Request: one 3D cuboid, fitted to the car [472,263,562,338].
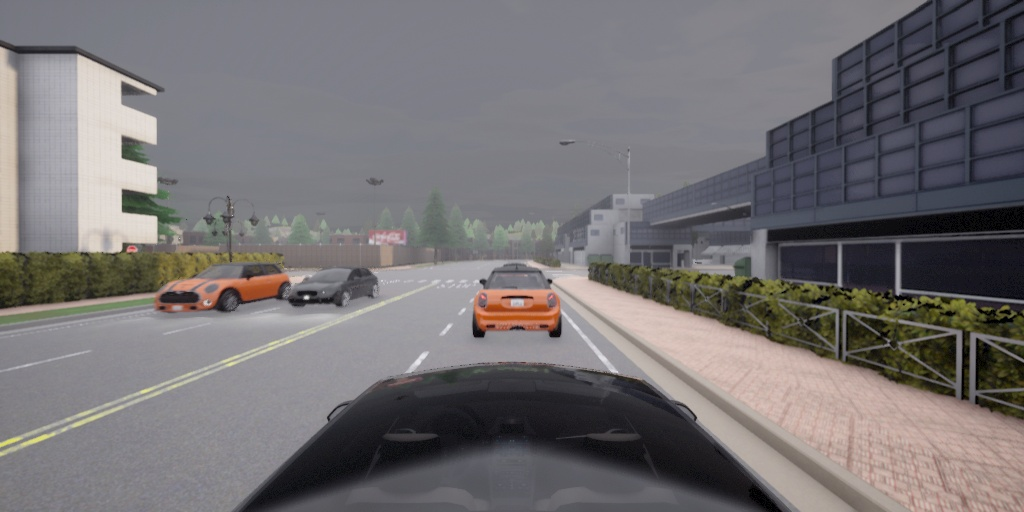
[{"bbox_3d":[0.117,1.058,10.183,2.097,1.767,4.553,0,0,0],"label":"car"}]

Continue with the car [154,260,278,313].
[{"bbox_3d":[-10.572,1.041,13.575,2.097,1.767,4.553,0,0,0],"label":"car"}]

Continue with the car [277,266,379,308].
[{"bbox_3d":[-7.067,1.189,14.780,1.837,1.490,4.892,0,0,0],"label":"car"}]
